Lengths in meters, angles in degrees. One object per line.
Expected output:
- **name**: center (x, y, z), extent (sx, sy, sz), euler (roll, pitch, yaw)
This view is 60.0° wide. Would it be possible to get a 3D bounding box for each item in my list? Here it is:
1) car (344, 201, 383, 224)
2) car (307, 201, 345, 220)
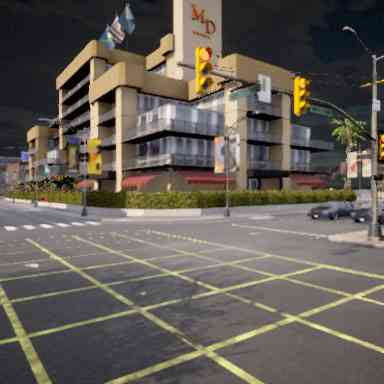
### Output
- **car**: center (13.257, 1.396, 23.272), extent (5.357, 1.411, 2.033), euler (0, 0, -35)
- **car**: center (11.362, 1.395, 26.220), extent (5.357, 1.411, 2.033), euler (0, 0, -35)
